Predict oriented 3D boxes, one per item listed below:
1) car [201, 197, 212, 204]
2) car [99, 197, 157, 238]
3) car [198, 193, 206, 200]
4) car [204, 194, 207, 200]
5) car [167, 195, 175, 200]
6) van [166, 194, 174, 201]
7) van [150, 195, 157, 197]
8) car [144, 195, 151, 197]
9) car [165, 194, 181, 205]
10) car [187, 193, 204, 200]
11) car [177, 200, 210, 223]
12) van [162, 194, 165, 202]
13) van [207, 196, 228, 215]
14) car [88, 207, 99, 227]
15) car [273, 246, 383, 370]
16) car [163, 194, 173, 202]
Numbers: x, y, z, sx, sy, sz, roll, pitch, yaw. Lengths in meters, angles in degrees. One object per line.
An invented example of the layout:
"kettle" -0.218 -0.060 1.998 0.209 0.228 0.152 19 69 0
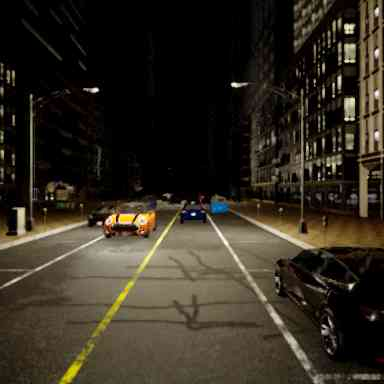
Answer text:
"car" 2.697 1.568 62.407 1.947 1.339 4.313 0 0 0
"car" -3.096 1.356 17.507 2.097 1.767 4.553 0 0 0
"car" 2.700 1.298 90.748 2.192 1.841 5.009 0 0 0
"car" 2.696 1.549 56.740 1.887 1.381 4.507 0 0 0
"car" -5.680 1.528 90.750 1.887 1.381 4.507 0 0 0
"van" -5.681 1.330 85.082 1.690 1.788 3.998 0 0 0
"van" -5.686 1.347 45.404 1.690 1.788 3.998 0 0 0
"car" -5.687 1.446 34.068 1.967 1.590 4.097 0 0 0
"car" -3.046 1.356 57.969 2.097 1.767 4.553 0 0 1
"car" 0.106 1.357 41.921 2.097 1.767 4.553 0 0 0
"car" 0.103 1.569 25.921 1.994 1.385 4.181 0 0 0
"van" -5.682 1.339 73.746 1.690 1.788 3.998 0 0 0
"van" 2.693 1.347 34.066 1.690 1.788 3.998 0 0 0
"car" -5.688 1.571 22.731 1.947 1.339 4.313 0 0 0
"car" 2.691 1.568 5.725 1.947 1.339 4.313 0 0 0
"car" -5.682 1.309 79.413 2.192 1.841 5.009 0 0 0
